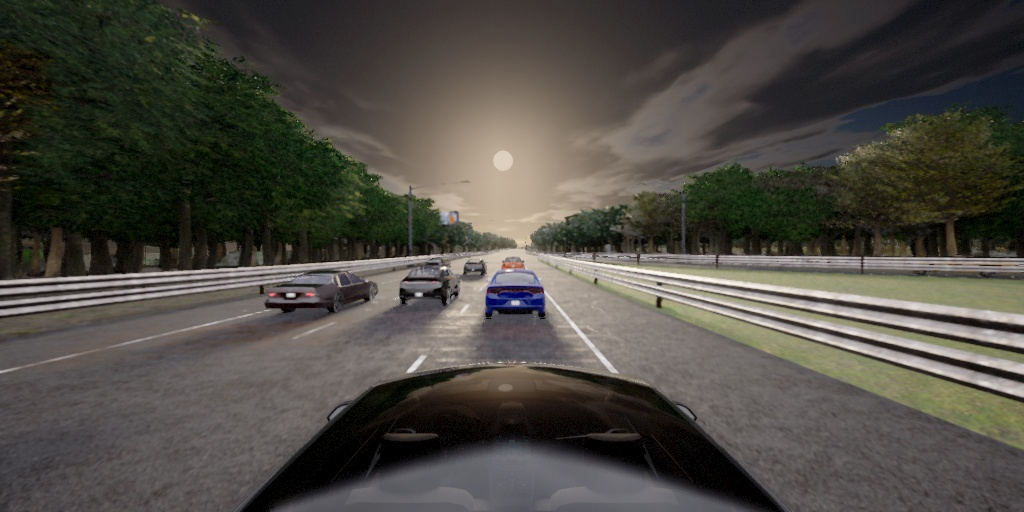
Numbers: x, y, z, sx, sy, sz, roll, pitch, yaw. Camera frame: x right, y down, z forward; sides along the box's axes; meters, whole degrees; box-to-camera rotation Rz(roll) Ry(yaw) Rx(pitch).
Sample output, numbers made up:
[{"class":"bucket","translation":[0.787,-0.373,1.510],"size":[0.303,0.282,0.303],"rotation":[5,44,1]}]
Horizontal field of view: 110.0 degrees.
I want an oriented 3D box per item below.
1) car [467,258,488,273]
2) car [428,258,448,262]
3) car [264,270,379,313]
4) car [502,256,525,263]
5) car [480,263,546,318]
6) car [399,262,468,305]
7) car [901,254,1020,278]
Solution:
[{"class":"car","translation":[-3.396,0.943,33.561],"size":[2.128,1.511,4.902],"rotation":[0,1,0]},{"class":"car","translation":[-6.895,0.956,33.608],"size":[1.837,1.490,4.892],"rotation":[0,1,0]},{"class":"car","translation":[-6.897,1.250,13.690],"size":[2.033,1.411,5.357],"rotation":[0,0,0]},{"class":"car","translation":[0.105,0.807,33.339],"size":[2.097,1.767,4.553],"rotation":[0,1,0]},{"class":"car","translation":[0.103,1.186,12.820],"size":[1.882,1.535,5.008],"rotation":[0,0,0]},{"class":"car","translation":[-3.398,1.180,15.504],"size":[2.128,1.511,4.902],"rotation":[0,0,0]},{"class":"car","translation":[31.686,0.648,25.623],"size":[1.801,1.575,5.366],"rotation":[0,0,-40]}]
